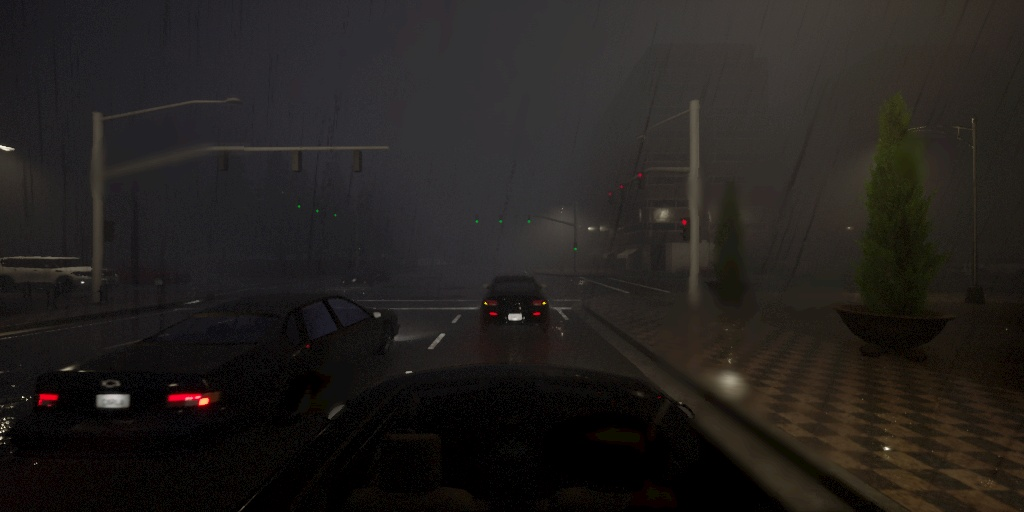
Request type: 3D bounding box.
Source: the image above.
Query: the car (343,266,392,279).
[{"bbox_3d":[-10.068,1.381,25.110,1.994,1.385,4.181,0,0,4],"label":"car"}]

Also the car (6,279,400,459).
[{"bbox_3d":[-3.434,1.299,5.605,2.033,1.411,5.357,0,0,0],"label":"car"}]

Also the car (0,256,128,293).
[{"bbox_3d":[-26.642,1.033,21.029,5.566,2.045,2.150,0,0,0],"label":"car"}]

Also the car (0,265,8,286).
[{"bbox_3d":[-38.025,1.340,24.464,4.674,1.442,1.812,0,0,-1],"label":"car"}]

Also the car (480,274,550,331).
[{"bbox_3d":[0.077,1.279,10.841,1.812,1.442,4.674,0,0,0],"label":"car"}]

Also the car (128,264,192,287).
[{"bbox_3d":[-24.879,1.291,24.540,5.008,1.535,1.882,0,0,0],"label":"car"}]

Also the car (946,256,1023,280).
[{"bbox_3d":[42.669,1.039,32.168,5.566,2.045,2.150,0,0,0],"label":"car"}]

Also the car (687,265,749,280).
[{"bbox_3d":[18.319,1.416,32.040,4.718,1.301,1.895,0,0,0],"label":"car"}]
